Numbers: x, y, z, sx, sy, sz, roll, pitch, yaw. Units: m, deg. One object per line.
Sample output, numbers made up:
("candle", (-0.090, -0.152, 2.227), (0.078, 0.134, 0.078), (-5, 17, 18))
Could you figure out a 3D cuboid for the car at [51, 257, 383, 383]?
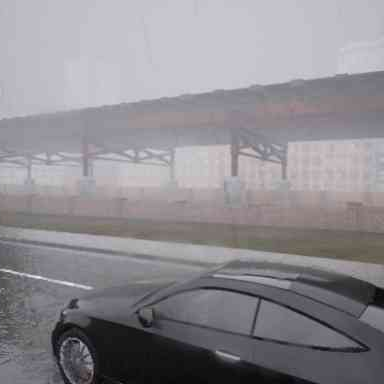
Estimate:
("car", (0.528, 1.463, 3.508), (4.674, 1.442, 1.812), (0, 1, 33))
